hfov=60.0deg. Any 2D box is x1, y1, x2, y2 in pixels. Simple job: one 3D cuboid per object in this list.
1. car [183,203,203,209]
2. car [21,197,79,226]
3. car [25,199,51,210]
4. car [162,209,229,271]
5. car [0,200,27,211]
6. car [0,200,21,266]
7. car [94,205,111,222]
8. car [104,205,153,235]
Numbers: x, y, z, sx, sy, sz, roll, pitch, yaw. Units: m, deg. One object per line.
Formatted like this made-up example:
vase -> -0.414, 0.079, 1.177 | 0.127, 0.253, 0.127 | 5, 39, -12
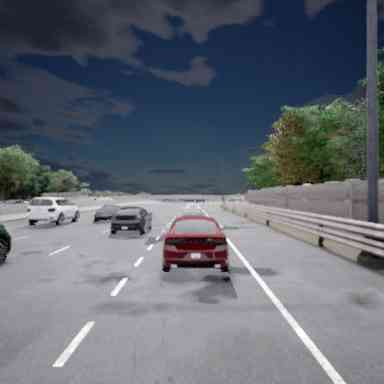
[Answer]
car -> 0.088, 1.836, 33.255 | 1.812, 1.442, 4.674 | 0, -1, 0
car -> -10.398, 1.423, 25.237 | 2.150, 2.045, 5.566 | 0, -1, 0
car -> -24.498, 1.940, 53.022 | 2.097, 1.767, 4.553 | 0, -1, 0
car -> 0.100, 1.534, 11.162 | 1.882, 1.535, 5.008 | 0, 0, 0
car -> -28.014, 2.079, 52.195 | 1.837, 1.490, 4.892 | 0, -1, 1
car -> -6.899, 1.259, 8.371 | 2.150, 2.045, 5.566 | 0, 0, 0
car -> -6.899, 1.807, 28.333 | 1.994, 1.385, 4.181 | 0, -1, 0
car -> -3.499, 1.638, 19.734 | 1.837, 1.490, 4.892 | 0, -1, 0
